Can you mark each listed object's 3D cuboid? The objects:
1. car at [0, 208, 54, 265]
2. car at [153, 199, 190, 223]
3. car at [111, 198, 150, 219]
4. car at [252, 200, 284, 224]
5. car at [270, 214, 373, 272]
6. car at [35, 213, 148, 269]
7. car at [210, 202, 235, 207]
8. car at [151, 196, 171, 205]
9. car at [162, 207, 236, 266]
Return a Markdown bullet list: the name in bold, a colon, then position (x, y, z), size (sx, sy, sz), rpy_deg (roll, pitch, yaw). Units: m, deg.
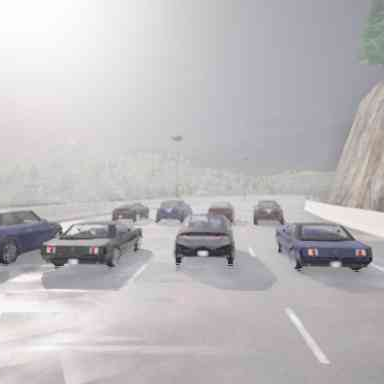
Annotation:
- **car**: position (-6.482, 1.365, 11.972), size (2.097, 1.767, 4.553), rpy_deg (0, 0, 5)
- **car**: position (-1.290, 1.381, 25.953), size (2.097, 1.767, 4.553), rpy_deg (0, 0, 10)
- **car**: position (-4.746, 1.536, 26.514), size (1.837, 1.490, 4.892), rpy_deg (0, 0, 10)
- **car**: position (5.649, 1.380, 25.014), size (2.097, 1.767, 4.553), rpy_deg (0, 0, 10)
- **car**: position (3.956, 1.614, 10.918), size (1.895, 1.301, 4.718), rpy_deg (0, 0, 5)
- **car**: position (-3.038, 1.614, 11.269), size (1.895, 1.301, 4.718), rpy_deg (0, 0, 5)
- **car**: position (2.405, 1.508, 26.731), size (1.882, 1.535, 5.008), rpy_deg (0, 0, 10)
- **car**: position (-5.835, 1.597, 63.418), size (1.812, 1.442, 4.674), rpy_deg (0, 0, 21)
- **car**: position (0.516, 1.505, 11.699), size (2.128, 1.511, 4.902), rpy_deg (0, 0, 5)
